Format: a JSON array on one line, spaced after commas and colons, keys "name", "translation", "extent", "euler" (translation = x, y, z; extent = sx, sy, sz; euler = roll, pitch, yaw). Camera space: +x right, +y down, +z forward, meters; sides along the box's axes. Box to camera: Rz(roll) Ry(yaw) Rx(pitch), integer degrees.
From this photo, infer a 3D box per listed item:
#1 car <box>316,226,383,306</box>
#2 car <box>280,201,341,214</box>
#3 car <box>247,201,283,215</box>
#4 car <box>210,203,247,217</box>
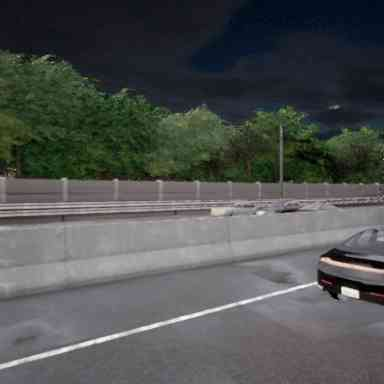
[{"name": "car", "translation": [4.656, 1.480, 7.014], "extent": [4.902, 1.511, 2.128], "euler": [0, 0, -35]}, {"name": "car", "translation": [8.484, 1.490, 22.699], "extent": [4.674, 1.442, 1.812], "euler": [0, 0, -34]}, {"name": "car", "translation": [7.045, 1.452, 25.956], "extent": [4.902, 1.511, 2.128], "euler": [0, 0, -34]}, {"name": "car", "translation": [3.872, 1.562, 28.029], "extent": [4.718, 1.301, 1.895], "euler": [0, 0, -34]}]
